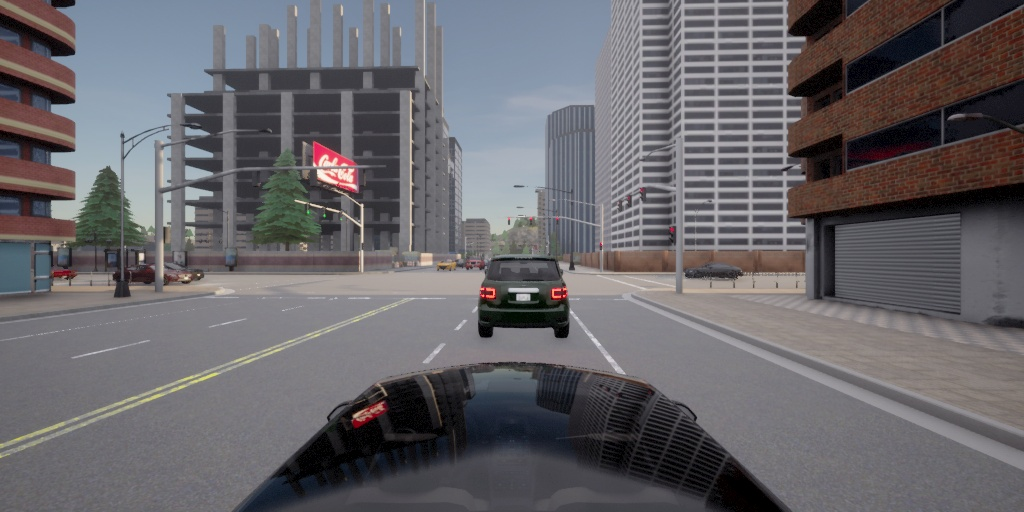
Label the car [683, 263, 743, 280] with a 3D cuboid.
[{"bbox_3d":[17.081,1.276,30.594,4.674,1.442,1.812,0,0,2],"label":"car"}]

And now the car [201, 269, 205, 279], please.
[{"bbox_3d":[-27.207,1.228,28.352,5.008,1.535,1.882,0,0,2],"label":"car"}]

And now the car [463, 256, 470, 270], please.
[{"bbox_3d":[-5.235,0.971,52.145,2.150,2.045,5.566,0,0,2],"label":"car"}]

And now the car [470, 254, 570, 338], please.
[{"bbox_3d":[0.338,0.971,10.319,2.150,2.045,5.566,0,0,2],"label":"car"}]

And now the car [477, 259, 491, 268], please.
[{"bbox_3d":[-4.844,1.276,62.161,1.812,1.442,4.674,0,0,3],"label":"car"}]

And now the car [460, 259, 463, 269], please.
[{"bbox_3d":[-8.504,1.228,58.310,1.882,1.535,5.008,0,0,2],"label":"car"}]

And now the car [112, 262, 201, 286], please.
[{"bbox_3d":[-24.764,1.276,24.771,4.674,1.442,1.812,0,0,2],"label":"car"}]

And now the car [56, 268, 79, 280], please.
[{"bbox_3d":[-37.914,1.351,28.701,4.718,1.301,1.895,0,0,2],"label":"car"}]

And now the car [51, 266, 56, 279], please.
[{"bbox_3d":[-35.650,1.255,25.125,4.892,1.490,1.837,0,0,2],"label":"car"}]

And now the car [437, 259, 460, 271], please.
[{"bbox_3d":[-8.867,1.228,48.894,1.882,1.535,5.008,0,0,2],"label":"car"}]
